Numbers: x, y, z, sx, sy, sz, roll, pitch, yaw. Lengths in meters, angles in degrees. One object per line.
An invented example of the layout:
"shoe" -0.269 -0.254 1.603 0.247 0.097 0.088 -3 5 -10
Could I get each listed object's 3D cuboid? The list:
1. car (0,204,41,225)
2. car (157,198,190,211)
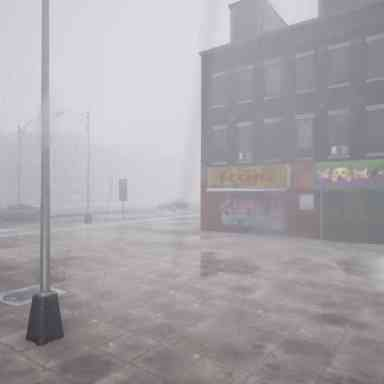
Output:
"car" -12.774 1.514 23.501 1.994 1.385 4.181 0 1 36
"car" -2.064 1.409 38.655 1.812 1.442 4.674 0 0 35
